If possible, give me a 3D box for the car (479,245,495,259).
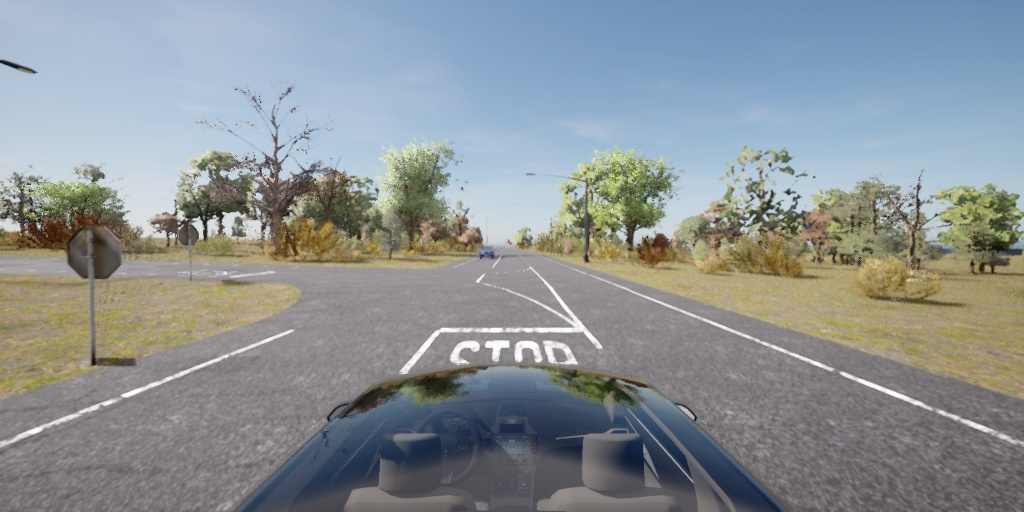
[{"bbox_3d":[-3.623,-0.578,52.563,2.150,2.045,5.566,0,2,-1],"label":"car"}]
